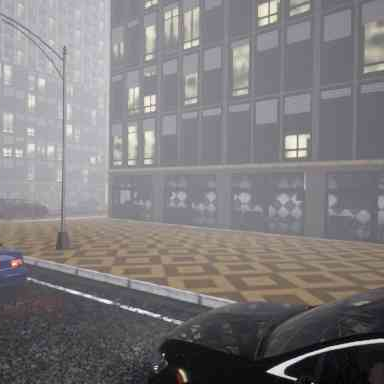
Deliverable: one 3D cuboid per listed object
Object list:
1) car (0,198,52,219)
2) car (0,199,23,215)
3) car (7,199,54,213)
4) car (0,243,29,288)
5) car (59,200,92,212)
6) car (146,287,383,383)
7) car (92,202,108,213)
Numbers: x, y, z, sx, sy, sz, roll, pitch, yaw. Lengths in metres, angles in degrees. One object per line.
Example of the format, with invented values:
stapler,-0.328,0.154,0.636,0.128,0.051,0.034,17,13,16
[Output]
car,-16.049,1.518,30.957,2.192,1.841,5.009,1,0,37
car,-20.566,1.589,34.577,1.882,1.535,5.008,1,0,37
car,-19.529,1.641,40.339,1.752,1.417,4.829,1,0,37
car,-6.096,1.543,8.051,5.357,1.411,2.033,0,0,36
car,-14.317,1.751,43.007,2.033,1.411,5.357,1,0,37
car,1.825,1.505,2.381,4.892,1.490,1.837,0,0,35
car,-9.234,1.828,40.156,1.752,1.417,4.829,1,0,37
